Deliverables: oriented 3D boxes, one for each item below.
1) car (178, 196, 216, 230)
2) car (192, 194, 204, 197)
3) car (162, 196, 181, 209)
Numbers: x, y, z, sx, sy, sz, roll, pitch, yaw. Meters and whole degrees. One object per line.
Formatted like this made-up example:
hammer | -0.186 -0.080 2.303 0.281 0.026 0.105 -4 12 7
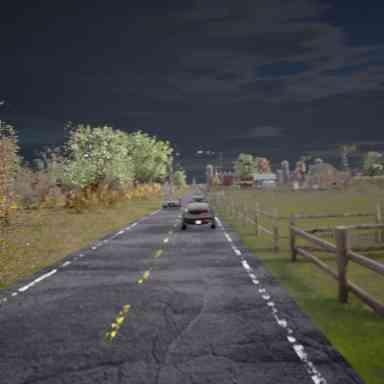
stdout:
car | 0.374 1.271 19.592 1.837 1.490 4.892 -2 1 1
car | 0.653 1.049 37.153 1.837 1.490 4.892 -2 1 1
car | -2.181 1.198 37.568 1.994 1.385 4.181 -2 1 1
